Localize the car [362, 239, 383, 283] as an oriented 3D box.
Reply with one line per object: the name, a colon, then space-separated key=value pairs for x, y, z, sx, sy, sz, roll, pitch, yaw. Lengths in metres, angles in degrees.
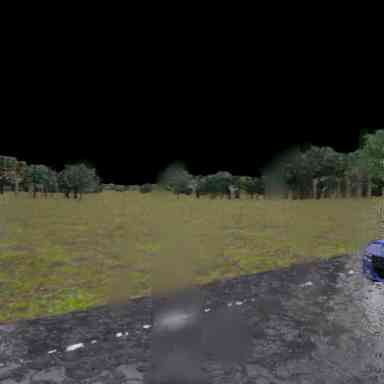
car: x=6.301 y=1.427 z=8.489 sx=5.008 sy=1.535 sz=1.882 roll=0 pitch=0 yaw=-35
